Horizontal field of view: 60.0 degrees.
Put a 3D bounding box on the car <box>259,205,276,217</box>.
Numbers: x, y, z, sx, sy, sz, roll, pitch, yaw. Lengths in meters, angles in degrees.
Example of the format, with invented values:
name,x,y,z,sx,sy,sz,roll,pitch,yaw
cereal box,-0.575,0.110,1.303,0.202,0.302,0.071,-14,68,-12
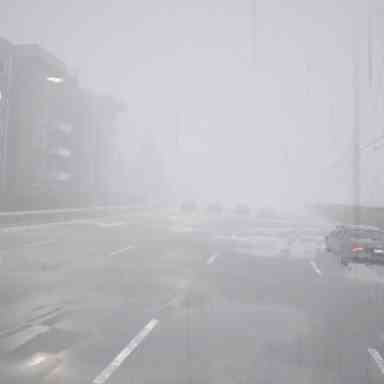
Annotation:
name,x,y,z,sx,sy,sz,roll,pitch,yaw
car,9.661,2.368,42.380,1.812,1.442,4.674,3,0,13

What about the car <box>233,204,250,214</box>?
name,x,y,z,sx,sy,sz,roll,pitch,yaw
car,6.857,2.291,45.793,1.994,1.385,4.181,3,0,13

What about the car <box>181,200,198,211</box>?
name,x,y,z,sx,sy,sz,roll,pitch,yaw
car,-0.318,1.863,47.208,2.128,1.511,4.902,3,0,9

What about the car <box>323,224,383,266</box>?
name,x,y,z,sx,sy,sz,roll,pitch,yaw
car,6.524,1.990,13.067,2.033,1.411,5.357,3,0,13

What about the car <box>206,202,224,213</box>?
name,x,y,z,sx,sy,sz,roll,pitch,yaw
car,3.130,2.056,45.177,1.812,1.442,4.674,3,0,13
